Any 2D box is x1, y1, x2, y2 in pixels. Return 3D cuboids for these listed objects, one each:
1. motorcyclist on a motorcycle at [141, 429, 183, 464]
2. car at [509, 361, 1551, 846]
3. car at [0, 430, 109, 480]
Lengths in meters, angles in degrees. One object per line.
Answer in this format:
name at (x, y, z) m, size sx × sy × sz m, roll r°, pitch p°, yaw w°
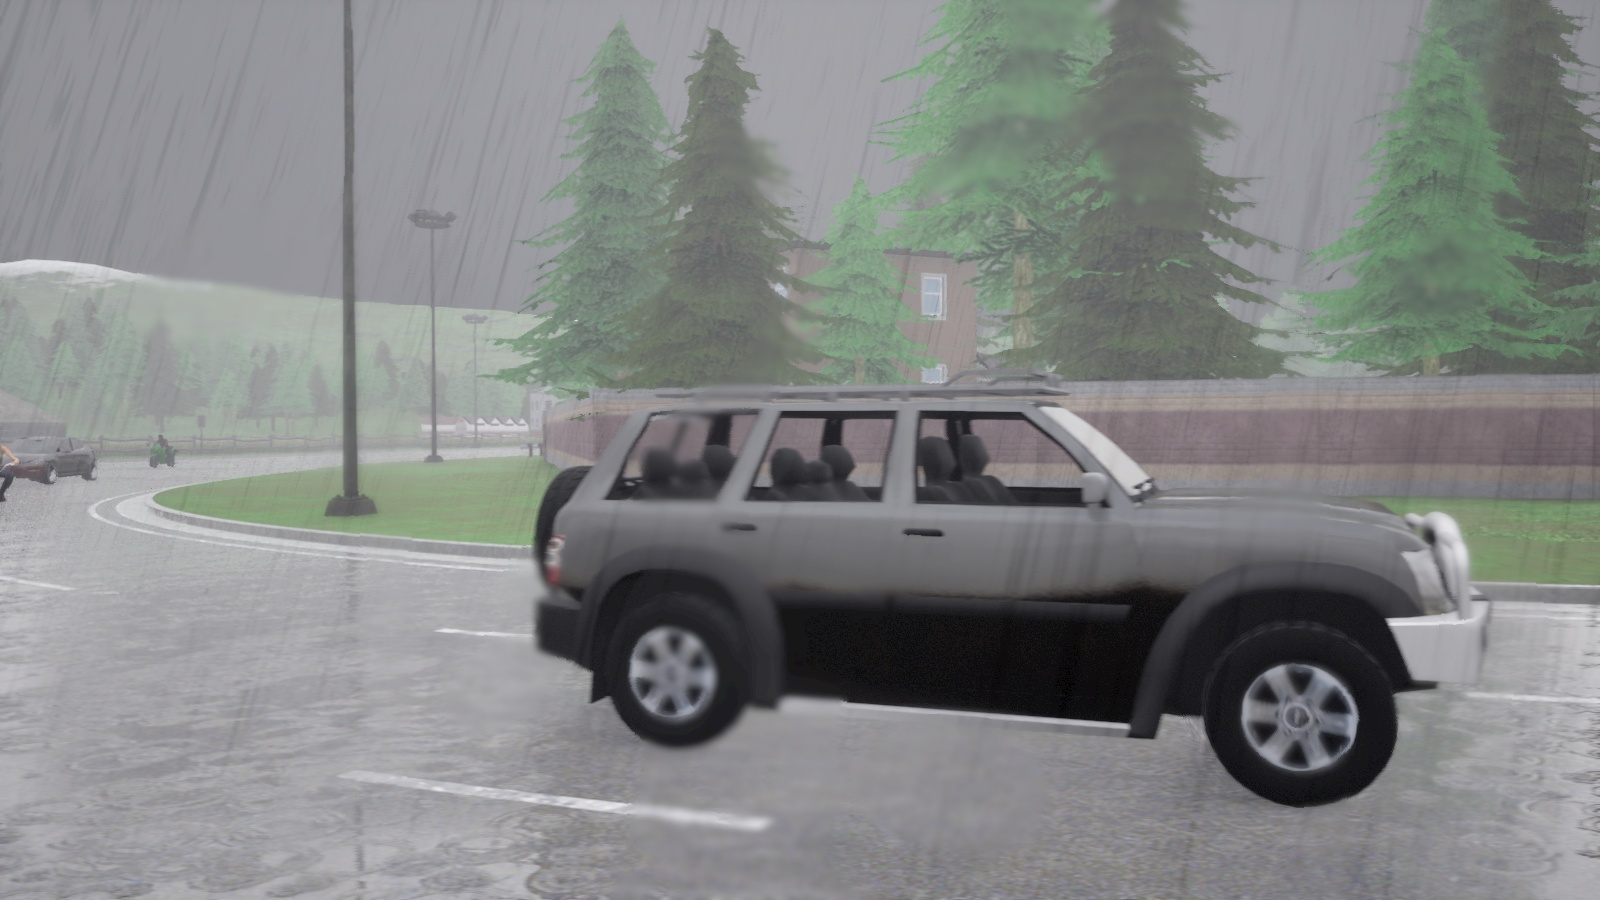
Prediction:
motorcyclist on a motorcycle at (-28.594, -0.160, 56.291) m, size 0.797 × 1.523 × 2.044 m, roll 1°, pitch 1°, yaw 2°
car at (1.020, 0.549, 6.486) m, size 4.605 × 1.855 × 1.932 m, roll 1°, pitch 1°, yaw 20°
car at (-24.161, 0.122, 40.036) m, size 2.163 × 1.488 × 4.792 m, roll 0°, pitch 1°, yaw -8°
